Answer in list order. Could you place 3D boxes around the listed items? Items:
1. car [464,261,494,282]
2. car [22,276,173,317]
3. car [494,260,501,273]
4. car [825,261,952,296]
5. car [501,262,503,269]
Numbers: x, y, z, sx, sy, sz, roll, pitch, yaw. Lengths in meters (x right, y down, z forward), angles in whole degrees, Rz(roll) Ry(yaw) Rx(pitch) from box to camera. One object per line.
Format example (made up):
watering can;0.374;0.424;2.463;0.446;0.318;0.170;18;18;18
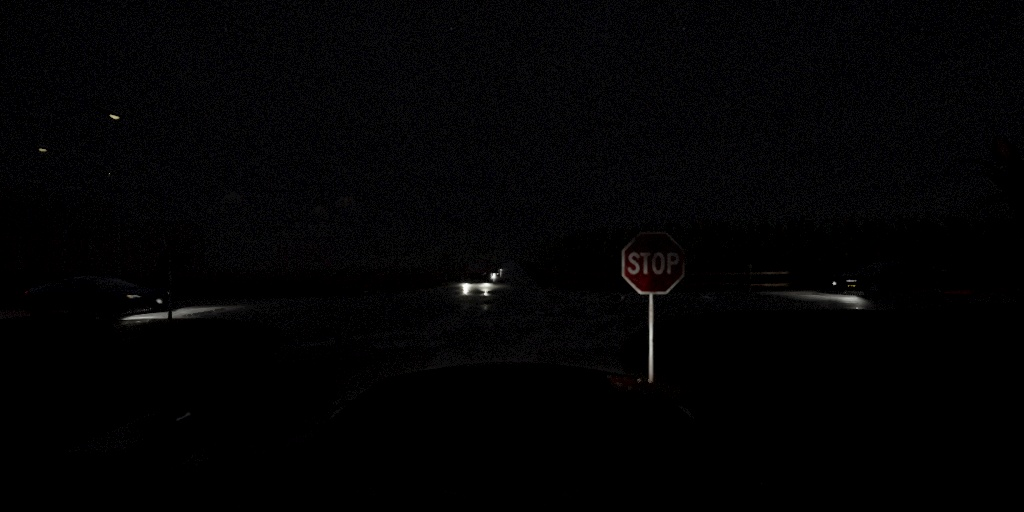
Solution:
car;-2.819;1.319;29.877;1.882;1.535;5.008;0;0;0
car;-16.265;1.527;14.163;4.674;1.442;1.812;-1;0;0
car;-2.800;1.459;45.460;1.994;1.385;4.181;0;0;0
car;17.665;1.016;16.953;4.892;1.490;1.837;-1;0;0
car;-2.698;1.496;64.776;1.837;1.490;4.892;0;-1;0
